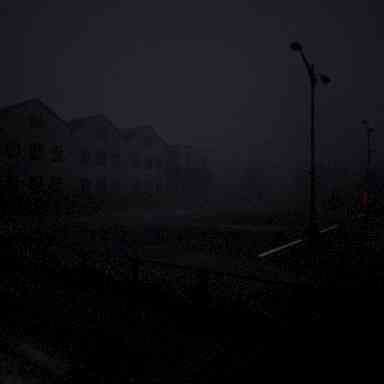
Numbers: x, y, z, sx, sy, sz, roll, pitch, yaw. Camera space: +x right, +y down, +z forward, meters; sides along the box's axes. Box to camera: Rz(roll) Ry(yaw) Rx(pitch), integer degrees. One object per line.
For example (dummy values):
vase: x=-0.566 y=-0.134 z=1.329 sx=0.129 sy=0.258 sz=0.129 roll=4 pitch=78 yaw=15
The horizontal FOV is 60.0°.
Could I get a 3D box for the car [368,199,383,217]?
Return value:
car: x=15.482 y=1.298 z=26.778 sx=2.007 sy=1.523 sz=4.514 roll=0 pitch=0 yaw=35
